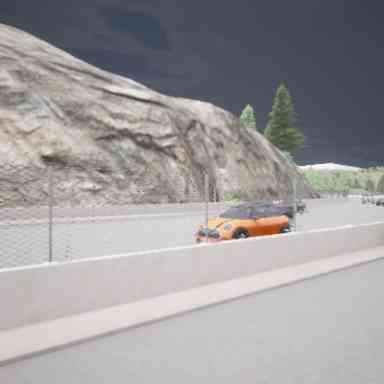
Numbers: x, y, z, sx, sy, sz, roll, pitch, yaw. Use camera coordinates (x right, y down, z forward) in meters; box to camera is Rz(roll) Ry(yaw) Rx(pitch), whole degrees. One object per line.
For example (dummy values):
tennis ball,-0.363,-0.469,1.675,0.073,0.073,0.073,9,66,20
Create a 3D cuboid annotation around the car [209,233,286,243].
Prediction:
car,2.335,1.390,14.750,4.553,1.767,2.097,0,0,-39
